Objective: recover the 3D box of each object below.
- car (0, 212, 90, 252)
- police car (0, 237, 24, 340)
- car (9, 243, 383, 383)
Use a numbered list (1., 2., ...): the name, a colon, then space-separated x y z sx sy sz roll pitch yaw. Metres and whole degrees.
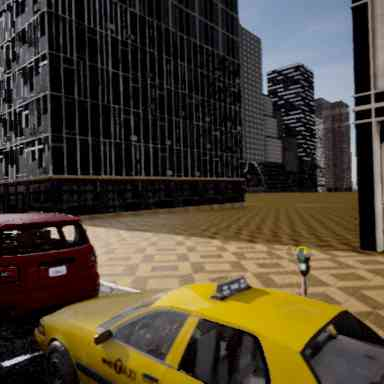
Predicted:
1. car: -3.873 1.332 6.711 5.009 1.841 2.192 -1 0 41
2. police car: -4.723 1.477 4.846 5.238 1.638 1.930 -1 1 38
3. car: 0.164 1.486 3.194 4.829 1.417 1.752 -1 0 41
